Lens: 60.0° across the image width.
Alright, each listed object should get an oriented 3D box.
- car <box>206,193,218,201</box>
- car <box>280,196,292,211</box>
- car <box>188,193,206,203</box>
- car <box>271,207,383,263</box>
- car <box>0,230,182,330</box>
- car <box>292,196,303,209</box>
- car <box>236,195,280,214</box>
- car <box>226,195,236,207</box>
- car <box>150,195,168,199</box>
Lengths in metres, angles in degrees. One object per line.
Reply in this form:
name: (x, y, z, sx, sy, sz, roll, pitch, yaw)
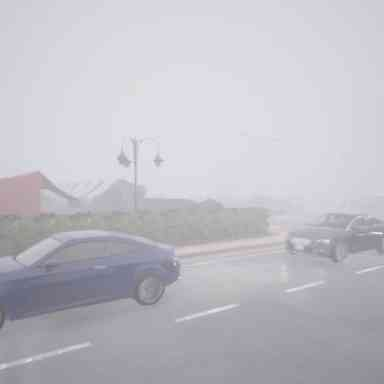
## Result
car: (3.146, 1.321, 77.006, 1.932, 1.855, 4.605, 0, 0, -35)
car: (10.162, 1.496, 42.201, 1.784, 1.438, 3.905, 0, 0, -35)
car: (0.746, 1.318, 75.386, 1.905, 1.878, 3.866, 0, 0, -35)
car: (5.439, 1.518, 12.084, 4.902, 1.511, 2.128, 0, 0, -35)
car: (-2.384, 1.530, 6.578, 4.674, 1.442, 1.812, 0, 0, -35)
car: (12.532, 1.534, 43.864, 1.970, 1.475, 3.806, 0, 0, -35)
car: (7.996, 1.279, 40.617, 1.932, 1.855, 4.605, 0, 0, -35)
car: (8.572, 1.549, 59.537, 1.970, 1.475, 3.806, 0, 0, -35)
car: (-5.204, 1.269, 49.752, 1.932, 1.855, 4.605, 0, 0, -35)
